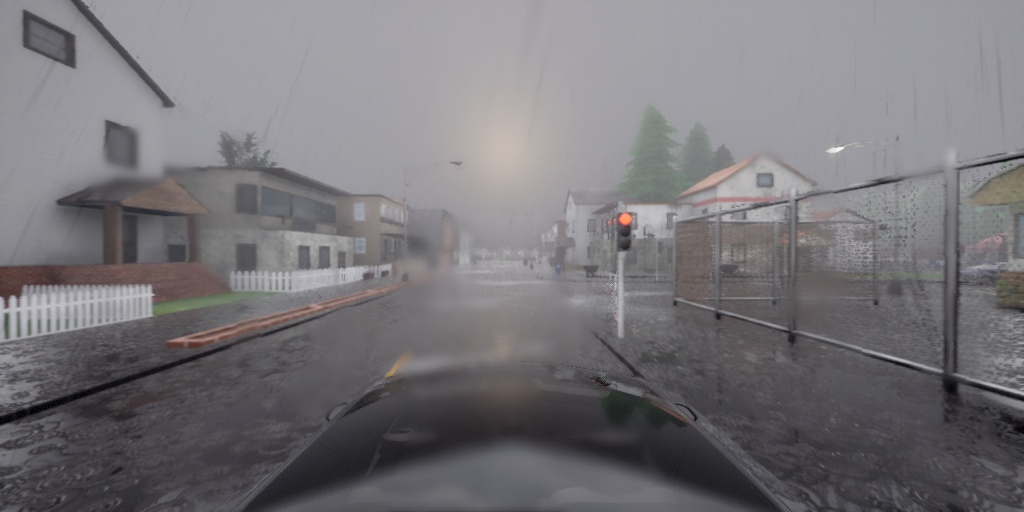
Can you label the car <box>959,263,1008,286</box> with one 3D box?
[{"bbox_3d":[31.290,1.159,23.309,4.674,1.442,1.812,0,0,1],"label":"car"}]
